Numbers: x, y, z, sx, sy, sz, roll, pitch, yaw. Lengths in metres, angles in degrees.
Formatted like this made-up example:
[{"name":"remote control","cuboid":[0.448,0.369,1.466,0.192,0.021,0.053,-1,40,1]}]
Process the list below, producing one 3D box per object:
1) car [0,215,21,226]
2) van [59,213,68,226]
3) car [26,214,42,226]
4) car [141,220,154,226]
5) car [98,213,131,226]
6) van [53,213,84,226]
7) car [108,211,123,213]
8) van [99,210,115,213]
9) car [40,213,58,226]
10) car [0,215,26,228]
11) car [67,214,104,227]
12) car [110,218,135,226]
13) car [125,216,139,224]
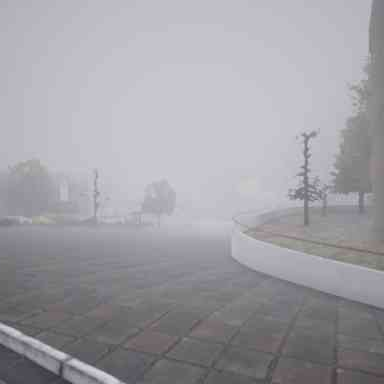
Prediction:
[{"name":"car","cuboid":[-25.604,3.734,44.209,4.674,1.452,2.002,1,-5,5]},{"name":"van","cuboid":[-21.725,4.306,52.448,4.442,1.987,1.878,0,-6,5]},{"name":"car","cuboid":[-24.363,4.013,46.957,4.674,1.452,2.002,1,-6,5]},{"name":"car","cuboid":[-9.601,6.291,66.669,1.895,1.301,4.718,-1,-5,25]},{"name":"car","cuboid":[-15.591,5.668,66.134,5.566,2.045,2.435,1,-5,5]},{"name":"van","cuboid":[-20.469,4.584,55.190,4.442,1.987,1.878,1,-6,5]},{"name":"car","cuboid":[-20.941,6.998,90.954,2.185,1.767,4.553,1,1,10]},{"name":"van","cuboid":[-23.520,6.830,92.623,1.878,1.987,4.442,1,1,10]},{"name":"car","cuboid":[-23.288,4.246,49.711,5.366,1.575,1.946,1,-5,5]},{"name":"car","cuboid":[-20.072,3.032,34.314,1.812,1.442,4.674,-1,-6,24]},{"name":"car","cuboid":[-16.505,4.639,51.630,1.837,1.490,4.892,-1,-6,24]},{"name":"car","cuboid":[-14.320,6.237,68.845,4.674,1.452,2.002,1,-5,5]},{"name":"car","cuboid":[-15.825,7.287,87.847,2.163,1.488,4.792,1,1,9]}]
